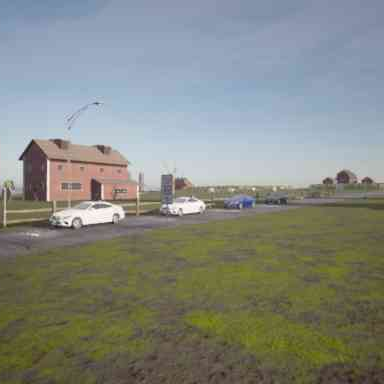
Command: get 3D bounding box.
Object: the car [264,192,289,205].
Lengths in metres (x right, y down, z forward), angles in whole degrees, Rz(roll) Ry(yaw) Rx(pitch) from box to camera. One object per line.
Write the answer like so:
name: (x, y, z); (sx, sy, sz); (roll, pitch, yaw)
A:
car: (11.121, 0.836, 43.587); (1.837, 1.490, 4.892); (1, 1, 36)

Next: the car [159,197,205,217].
car: (-0.687, 1.157, 27.401); (1.812, 1.442, 4.674); (1, 1, 36)

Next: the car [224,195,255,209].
car: (5.171, 1.009, 35.459); (1.812, 1.442, 4.674); (1, 1, 36)

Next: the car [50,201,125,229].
car: (-6.102, 1.292, 19.892); (1.812, 1.442, 4.674); (1, 1, 35)
